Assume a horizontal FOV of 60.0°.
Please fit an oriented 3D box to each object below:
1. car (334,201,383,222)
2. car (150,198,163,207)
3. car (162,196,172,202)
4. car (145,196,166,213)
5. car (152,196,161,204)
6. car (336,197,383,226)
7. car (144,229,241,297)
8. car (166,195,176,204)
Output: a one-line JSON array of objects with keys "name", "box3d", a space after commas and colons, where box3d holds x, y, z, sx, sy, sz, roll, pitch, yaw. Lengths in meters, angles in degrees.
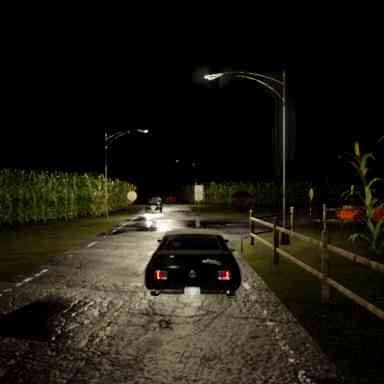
[{"name": "car", "box3d": [13.123, 1.383, 24.194, 4.718, 1.301, 1.895, -1, 0, 3]}, {"name": "car", "box3d": [-5.596, 1.618, 52.805, 2.033, 1.411, 5.357, 0, 0, -6]}, {"name": "car", "box3d": [-5.953, 1.686, 78.375, 1.994, 1.385, 4.181, 0, 0, -9]}, {"name": "car", "box3d": [-4.328, 1.535, 38.141, 2.128, 1.511, 4.902, 0, 0, -4]}, {"name": "car", "box3d": [-7.399, 1.585, 69.040, 1.882, 1.535, 5.008, 0, 0, -7]}, {"name": "car", "box3d": [12.132, 1.157, 21.305, 4.553, 1.767, 2.097, -1, 0, 3]}, {"name": "car", "box3d": [0.022, 1.606, 8.568, 1.895, 1.301, 4.718, 0, 0, 0]}, {"name": "car", "box3d": [-4.481, 1.459, 68.408, 2.097, 1.767, 4.553, 0, 0, -8]}]
